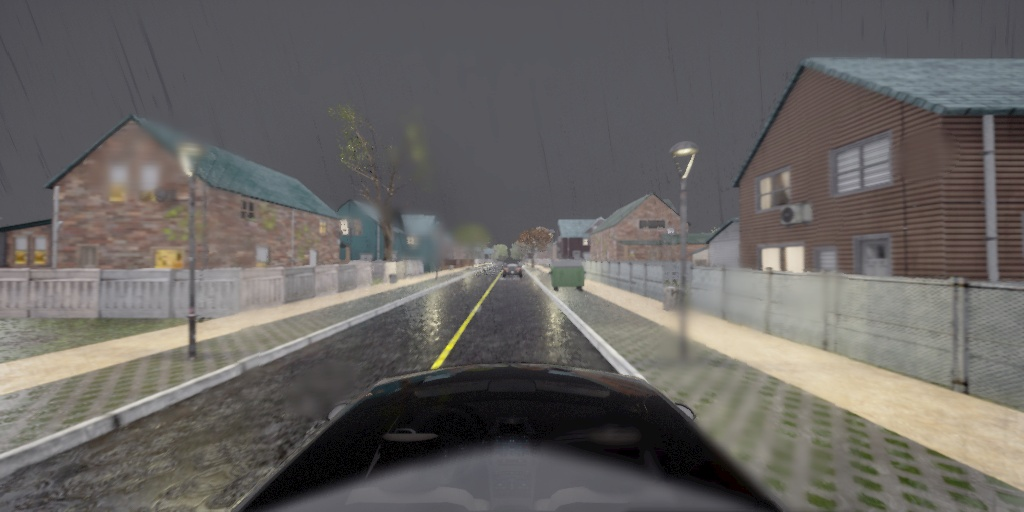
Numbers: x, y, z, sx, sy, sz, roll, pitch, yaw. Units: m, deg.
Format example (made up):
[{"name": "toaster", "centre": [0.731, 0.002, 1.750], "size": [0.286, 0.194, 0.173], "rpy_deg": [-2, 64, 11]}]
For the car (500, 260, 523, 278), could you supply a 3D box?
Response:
[{"name": "car", "centre": [0.065, 1.322, 35.114], "size": [1.812, 1.442, 4.674], "rpy_deg": [0, 0, 1]}]

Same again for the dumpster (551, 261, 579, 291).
[{"name": "dumpster", "centre": [3.017, 1.164, 20.582], "size": [1.020, 1.700, 1.940], "rpy_deg": [0, 0, 0]}]
